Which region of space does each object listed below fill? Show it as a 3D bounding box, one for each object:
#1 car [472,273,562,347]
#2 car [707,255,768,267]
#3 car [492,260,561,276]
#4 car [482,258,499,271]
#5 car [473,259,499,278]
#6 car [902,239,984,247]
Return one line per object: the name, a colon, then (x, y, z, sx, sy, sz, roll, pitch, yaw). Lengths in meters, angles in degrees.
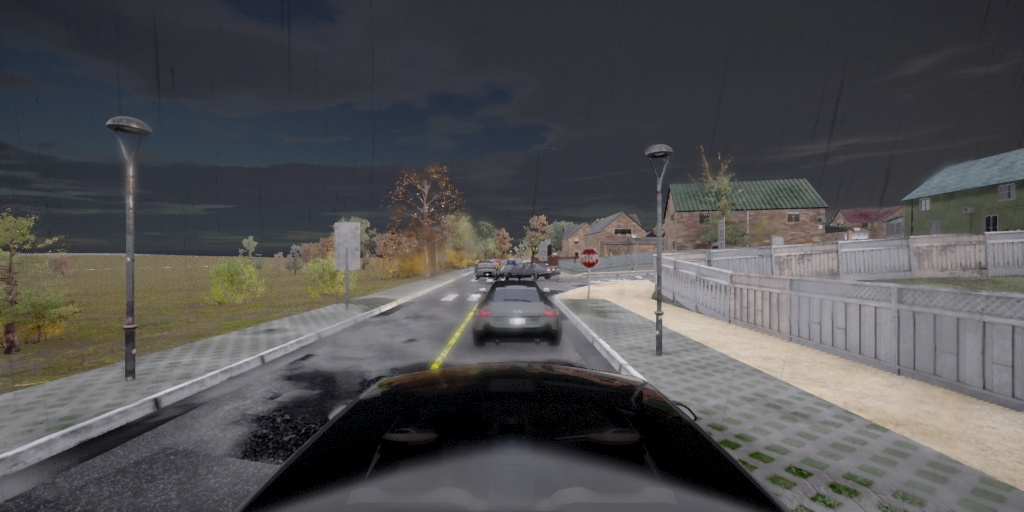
car: (0.086, 1.313, 9.366, 1.994, 1.385, 4.181, 0, 0, -1)
car: (14.343, 0.413, 22.788, 4.181, 1.385, 1.994, -3, 0, 16)
car: (1.280, 1.197, 28.383, 5.357, 1.411, 2.033, -4, -3, 43)
car: (-2.952, 1.120, 51.104, 2.097, 1.767, 4.553, 0, 0, 1)
car: (-2.314, 1.257, 31.287, 1.837, 1.490, 4.892, 0, 0, -8)
car: (23.848, -0.208, 20.386, 4.902, 1.511, 2.128, -3, 0, 14)
